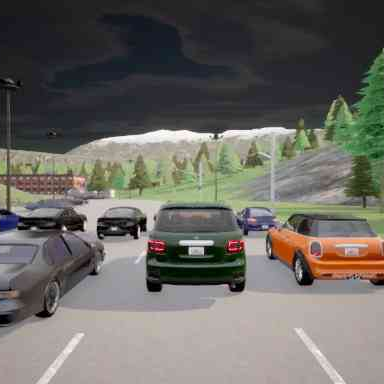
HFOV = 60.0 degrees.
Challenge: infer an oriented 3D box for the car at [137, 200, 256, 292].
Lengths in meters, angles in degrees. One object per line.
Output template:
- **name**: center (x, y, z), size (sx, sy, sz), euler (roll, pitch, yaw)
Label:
- **car**: center (0.080, 1.221, 9.057), size (2.150, 2.045, 5.566), euler (0, 0, 0)

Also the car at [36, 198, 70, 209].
- **car**: center (-19.140, 1.564, 45.891), size (4.181, 1.385, 1.994), euler (0, 0, -17)

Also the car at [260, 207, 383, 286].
- **car**: center (3.578, 1.352, 9.590), size (2.097, 1.767, 4.553), euler (0, 0, 0)

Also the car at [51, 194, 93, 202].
- **car**: center (-18.353, 1.493, 50.928), size (4.902, 1.511, 2.128), euler (0, 1, -39)

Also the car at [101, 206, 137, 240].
- **car**: center (-3.456, 1.478, 17.158), size (1.882, 1.535, 5.008), euler (0, 0, 0)

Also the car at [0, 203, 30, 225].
- **car**: center (-10.457, 1.526, 17.369), size (1.812, 1.442, 4.674), euler (0, 0, -1)

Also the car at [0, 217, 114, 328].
- **car**: center (-3.415, 1.547, 7.331), size (2.033, 1.411, 5.357), euler (0, 0, -1)

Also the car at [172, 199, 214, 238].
- **car**: center (0.017, 1.352, 18.621), size (2.097, 1.767, 4.553), euler (0, 0, -1)

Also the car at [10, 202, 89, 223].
- **car**: center (-6.963, 1.478, 17.167), size (1.882, 1.535, 5.008), euler (0, 0, 1)

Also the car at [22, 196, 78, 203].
- **car**: center (-16.501, 1.548, 38.995), size (5.357, 1.411, 2.033), euler (0, 0, -17)

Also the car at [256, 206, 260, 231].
- **car**: center (3.523, 1.526, 18.445), size (1.812, 1.442, 4.674), euler (0, 0, -1)
